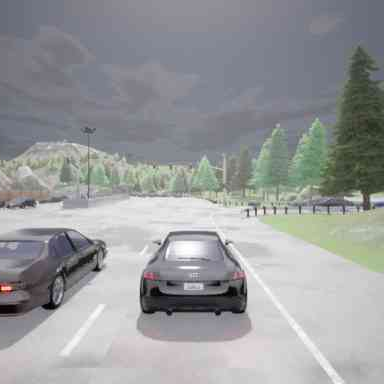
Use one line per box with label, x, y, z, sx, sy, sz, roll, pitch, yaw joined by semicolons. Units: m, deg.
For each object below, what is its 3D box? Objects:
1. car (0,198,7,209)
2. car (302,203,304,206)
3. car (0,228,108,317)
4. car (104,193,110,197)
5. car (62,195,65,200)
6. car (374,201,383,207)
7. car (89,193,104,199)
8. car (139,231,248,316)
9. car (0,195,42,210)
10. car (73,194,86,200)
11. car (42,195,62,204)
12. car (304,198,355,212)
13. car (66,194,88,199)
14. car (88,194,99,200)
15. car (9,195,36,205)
car;-24.994;1.490;40.932;1.895;1.301;4.718;0;0;-1
car;15.707;1.452;41.018;4.181;1.385;1.994;0;0;7
car;-3.474;1.546;7.754;2.033;1.411;5.357;0;0;0
car;-21.965;1.048;84.189;2.097;1.767;4.553;0;0;-3
car;-28.745;1.285;72.589;2.033;1.411;5.357;0;0;-1
car;24.454;1.372;39.608;5.008;1.535;1.882;0;0;12
car;-21.761;1.278;74.068;2.033;1.411;5.357;0;0;-1
car;0.026;1.563;7.606;1.994;1.385;4.181;0;0;0
car;-21.507;1.376;42.078;2.128;1.511;4.902;0;0;-1
car;-29.198;1.278;86.427;1.895;1.301;4.718;0;0;-3
car;-25.142;1.372;58.451;1.994;1.385;4.181;0;0;0
car;15.635;1.395;37.498;4.902;1.511;2.128;0;0;7
car;-21.669;1.313;63.185;1.812;1.442;4.674;0;0;0
car;-25.775;1.202;87.346;1.812;1.442;4.674;0;0;-3
car;-28.627;1.308;56.441;2.128;1.511;4.902;0;0;0
